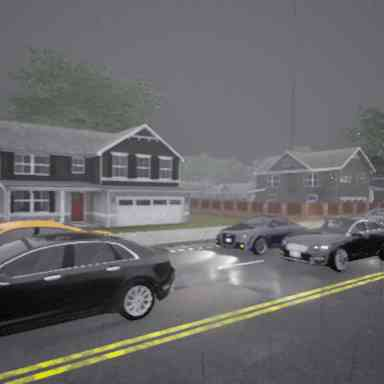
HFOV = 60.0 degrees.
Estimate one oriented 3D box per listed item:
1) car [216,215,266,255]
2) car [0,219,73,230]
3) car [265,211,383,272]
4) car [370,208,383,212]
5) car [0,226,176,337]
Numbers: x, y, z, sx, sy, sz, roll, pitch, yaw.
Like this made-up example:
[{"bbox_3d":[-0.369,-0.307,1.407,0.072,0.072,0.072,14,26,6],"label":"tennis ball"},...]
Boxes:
[{"bbox_3d":[3.027,1.669,13.815,4.181,1.385,1.994,1,0,-35],"label":"car"},{"bbox_3d":[-4.444,1.490,8.502,5.008,1.535,1.882,1,0,-36],"label":"car"},{"bbox_3d":[5.056,1.598,11.279,4.902,1.511,2.128,1,0,-35],"label":"car"},{"bbox_3d":[11.496,1.701,19.813,4.902,1.511,2.128,1,0,-35],"label":"car"},{"bbox_3d":[-2.592,1.517,5.823,4.892,1.490,1.837,1,0,-35],"label":"car"}]
